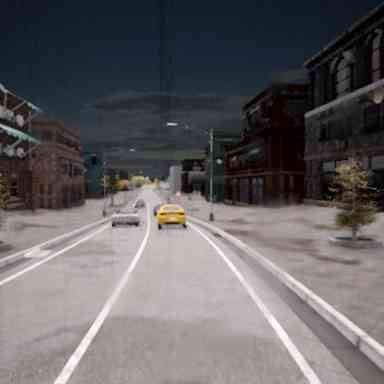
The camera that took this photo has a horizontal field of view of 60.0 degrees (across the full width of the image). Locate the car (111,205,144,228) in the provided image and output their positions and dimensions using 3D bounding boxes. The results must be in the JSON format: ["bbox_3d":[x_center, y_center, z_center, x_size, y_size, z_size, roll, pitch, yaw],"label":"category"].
[{"bbox_3d":[-4.776,1.823,24.387,1.895,1.301,4.718,0,-1,-7],"label":"car"}]

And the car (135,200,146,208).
[{"bbox_3d":[-10.003,2.316,64.724,1.837,1.490,4.892,0,1,-7],"label":"car"}]

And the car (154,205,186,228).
[{"bbox_3d":[-1.543,1.660,23.927,1.882,1.535,5.008,0,-1,-7],"label":"car"}]
